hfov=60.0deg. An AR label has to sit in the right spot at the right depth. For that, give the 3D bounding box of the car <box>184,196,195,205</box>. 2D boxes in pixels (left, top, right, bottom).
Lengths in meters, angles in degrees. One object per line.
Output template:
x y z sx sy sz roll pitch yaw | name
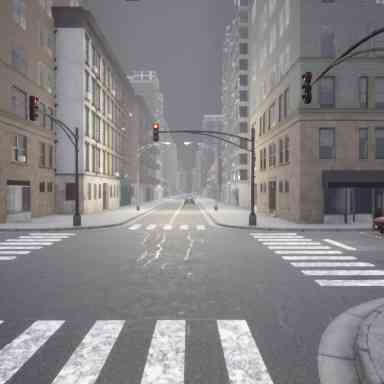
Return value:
-0.457 1.540 59.184 1.812 1.442 4.674 0 0 0 | car

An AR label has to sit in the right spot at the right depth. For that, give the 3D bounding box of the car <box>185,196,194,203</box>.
-0.535 1.546 69.189 1.812 1.442 4.674 0 0 0 | car

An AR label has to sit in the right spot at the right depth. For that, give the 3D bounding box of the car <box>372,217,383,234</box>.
11.644 1.529 16.987 4.507 1.381 1.887 0 0 0 | car
